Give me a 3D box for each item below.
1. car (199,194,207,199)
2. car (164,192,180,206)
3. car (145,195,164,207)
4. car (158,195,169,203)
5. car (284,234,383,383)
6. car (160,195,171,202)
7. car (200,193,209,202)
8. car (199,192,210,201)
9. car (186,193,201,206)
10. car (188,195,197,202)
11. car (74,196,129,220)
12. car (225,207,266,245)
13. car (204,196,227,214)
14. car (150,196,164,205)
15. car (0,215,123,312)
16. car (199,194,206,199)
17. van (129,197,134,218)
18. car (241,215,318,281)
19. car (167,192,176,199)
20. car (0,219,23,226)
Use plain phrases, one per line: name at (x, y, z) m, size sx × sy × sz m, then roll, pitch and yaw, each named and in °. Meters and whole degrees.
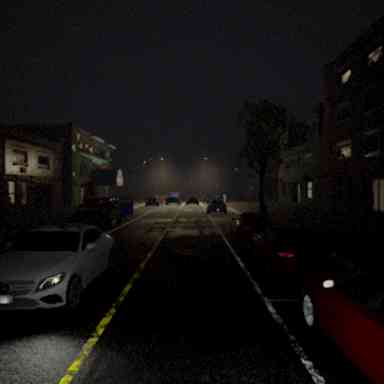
car at (2.824, 1.247, 87.142) m, size 1.802 × 1.307 × 4.206 m, roll -1°, pitch 0°, yaw 0°
car at (-2.986, 1.026, 51.911) m, size 2.150 × 2.045 × 5.566 m, roll 0°, pitch 0°, yaw 1°
car at (-5.618, 1.256, 48.314) m, size 1.967 × 1.590 × 4.097 m, roll -1°, pitch 0°, yaw 0°
car at (-5.590, 1.334, 64.960) m, size 1.802 × 1.307 × 4.206 m, roll -1°, pitch 0°, yaw 0°
car at (2.695, 1.529, 3.917) m, size 1.887 × 1.381 × 4.507 m, roll -1°, pitch 0°, yaw 0°
car at (-5.583, 1.281, 70.508) m, size 2.008 × 1.369 × 4.403 m, roll -1°, pitch 0°, yaw 0°
car at (2.790, 1.317, 64.949) m, size 1.947 × 1.339 × 4.313 m, roll -1°, pitch 0°, yaw 0°
car at (2.805, 1.024, 76.045) m, size 2.192 × 1.841 × 5.009 m, roll -1°, pitch 0°, yaw 0°
car at (0.081, 1.329, 51.600) m, size 1.812 × 1.442 × 4.674 m, roll 0°, pitch 0°, yaw 0°
car at (0.108, 1.296, 68.328) m, size 1.895 × 1.301 × 4.718 m, roll 0°, pitch 0°, yaw 0°
car at (-5.662, 1.237, 20.572) m, size 2.192 × 1.841 × 5.009 m, roll -1°, pitch 0°, yaw 0°
car at (2.712, 1.525, 15.014) m, size 1.802 × 1.307 × 4.206 m, roll -1°, pitch 0°, yaw 0°
car at (2.404, 1.400, 32.938) m, size 1.812 × 1.442 × 4.674 m, roll 0°, pitch 0°, yaw 0°
car at (-5.608, 1.339, 53.863) m, size 1.887 × 1.381 × 4.507 m, roll -1°, pitch 0°, yaw 0°
car at (-3.088, 1.496, 7.790) m, size 1.812 × 1.442 × 4.674 m, roll 0°, pitch 0°, yaw 0°
car at (2.833, 1.168, 92.860) m, size 1.752 × 1.417 × 4.829 m, roll -1°, pitch 0°, yaw 0°
van at (-5.654, 1.242, 26.121) m, size 1.690 × 1.788 × 3.998 m, roll -1°, pitch 0°, yaw 0°
car at (2.703, 1.546, 9.466) m, size 1.802 × 1.307 × 4.206 m, roll -1°, pitch 0°, yaw 0°
car at (-5.550, 0.959, 92.700) m, size 2.192 × 1.841 × 5.009 m, roll -1°, pitch 0°, yaw 0°
car at (-5.677, 1.515, 9.477) m, size 2.008 × 1.369 × 4.403 m, roll -1°, pitch 0°, yaw 0°
